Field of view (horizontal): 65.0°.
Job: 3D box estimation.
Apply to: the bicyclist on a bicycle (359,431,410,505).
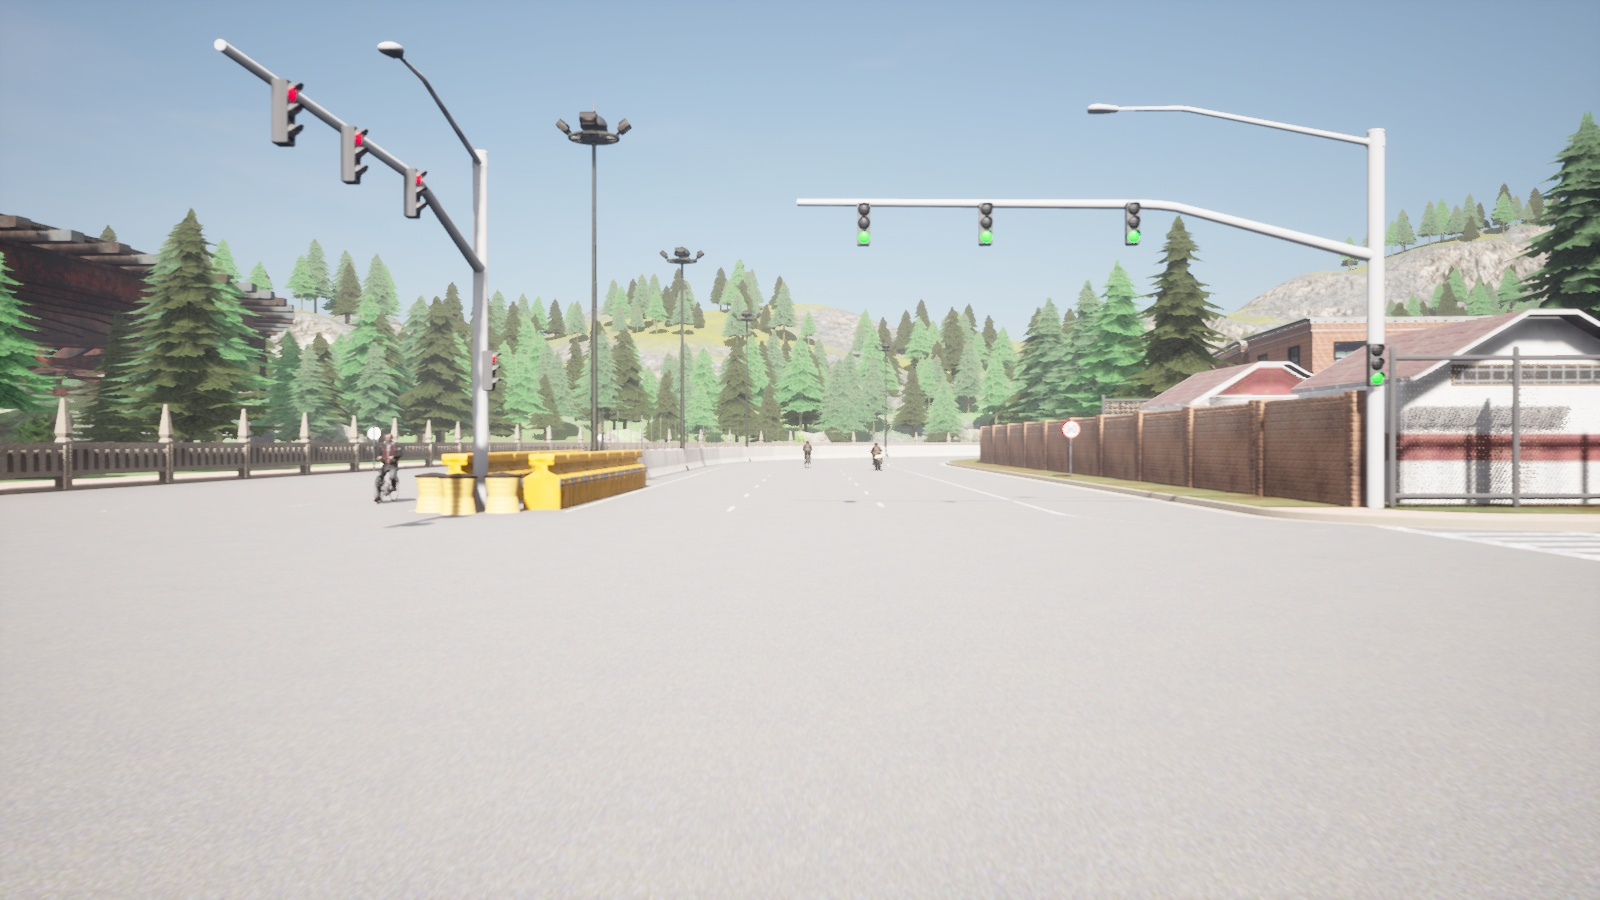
[{"bbox_3d":[-10.303,0.439,31.203,0.659,1.776,1.843,0,0,0],"label":"bicyclist on a bicycle"}]
